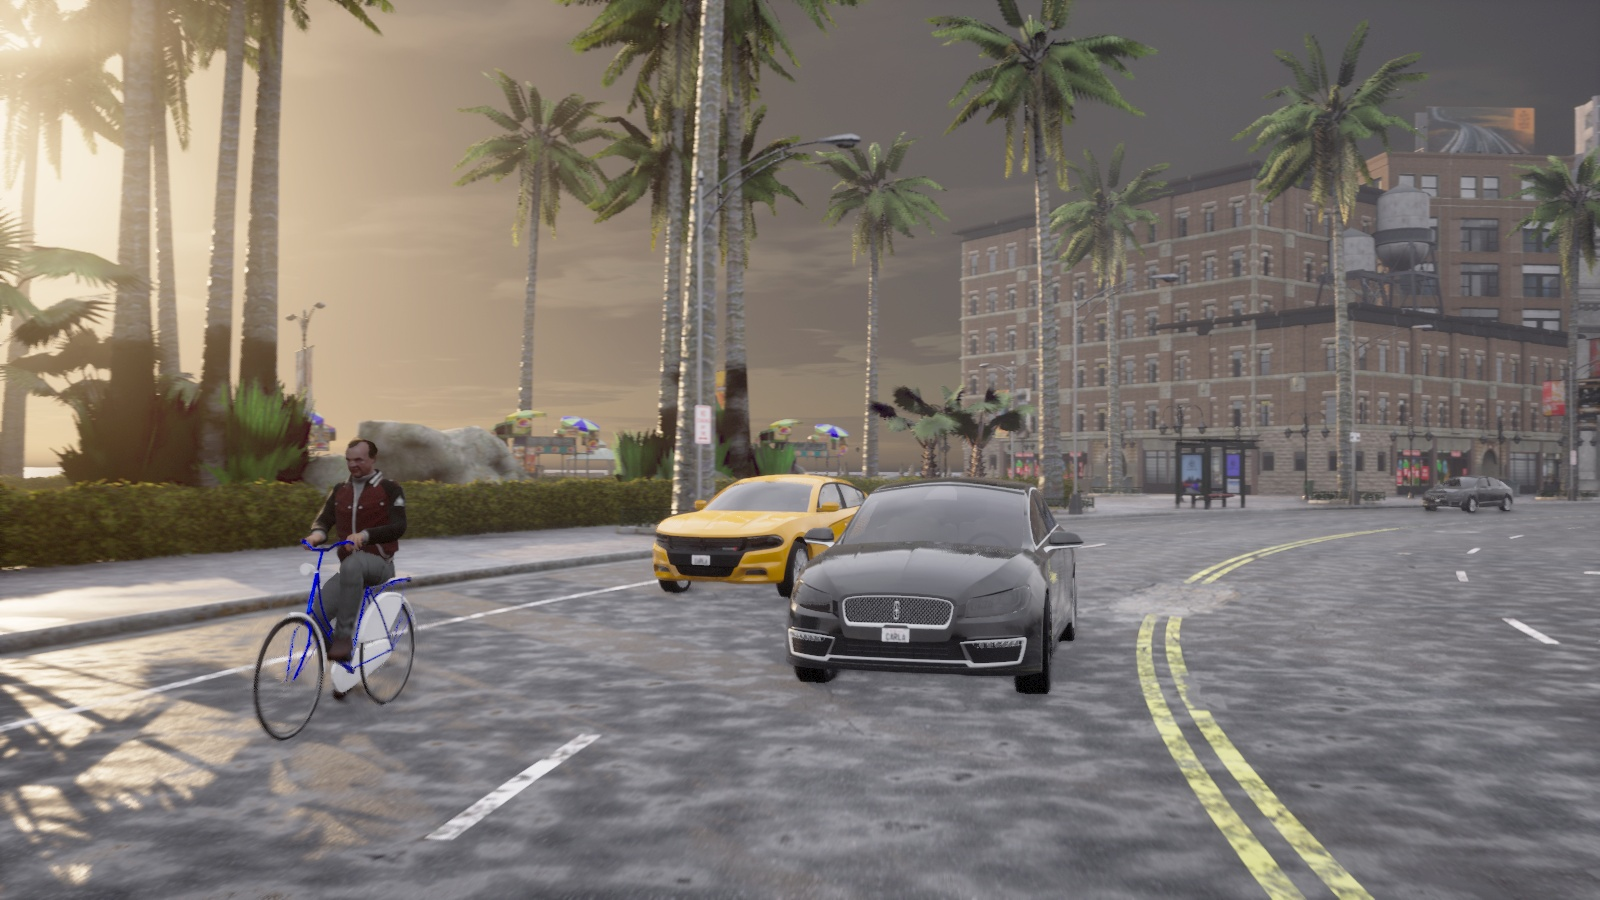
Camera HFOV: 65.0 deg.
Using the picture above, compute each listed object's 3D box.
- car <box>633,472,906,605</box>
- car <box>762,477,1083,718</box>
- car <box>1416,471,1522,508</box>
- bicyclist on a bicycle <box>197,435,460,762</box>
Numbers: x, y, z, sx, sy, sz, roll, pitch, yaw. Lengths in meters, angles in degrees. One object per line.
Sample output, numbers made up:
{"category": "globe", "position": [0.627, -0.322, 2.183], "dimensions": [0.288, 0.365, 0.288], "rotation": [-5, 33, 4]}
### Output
{"category": "car", "position": [-0.210, 1.083, 17.278], "dimensions": [1.882, 1.535, 5.008], "rotation": [-1, -1, 23]}
{"category": "car", "position": [1.293, 0.993, 10.549], "dimensions": [1.837, 1.490, 4.892], "rotation": [-1, -1, 16]}
{"category": "car", "position": [28.002, 1.616, 52.498], "dimensions": [4.892, 1.490, 1.837], "rotation": [0, -1, -35]}
{"category": "bicyclist on a bicycle", "position": [-2.832, 0.824, 7.789], "dimensions": [0.659, 1.776, 1.843], "rotation": [0, -1, 10]}
